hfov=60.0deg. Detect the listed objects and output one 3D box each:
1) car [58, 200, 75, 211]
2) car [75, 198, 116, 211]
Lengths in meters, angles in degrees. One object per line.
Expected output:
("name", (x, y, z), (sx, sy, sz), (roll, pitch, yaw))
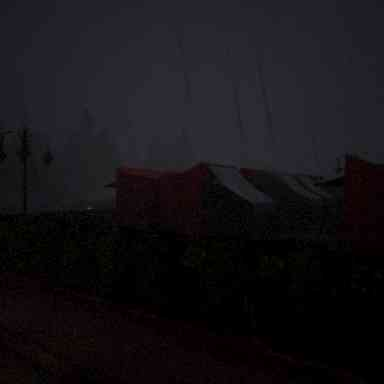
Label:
("car", (-11.902, 1.468, 35.092), (1.994, 1.385, 4.181), (0, 0, 36))
("car", (-8.846, 1.426, 33.344), (1.837, 1.490, 4.892), (0, 0, 36))
